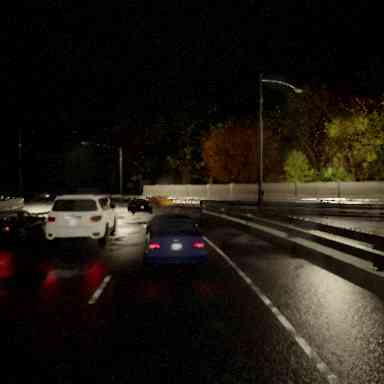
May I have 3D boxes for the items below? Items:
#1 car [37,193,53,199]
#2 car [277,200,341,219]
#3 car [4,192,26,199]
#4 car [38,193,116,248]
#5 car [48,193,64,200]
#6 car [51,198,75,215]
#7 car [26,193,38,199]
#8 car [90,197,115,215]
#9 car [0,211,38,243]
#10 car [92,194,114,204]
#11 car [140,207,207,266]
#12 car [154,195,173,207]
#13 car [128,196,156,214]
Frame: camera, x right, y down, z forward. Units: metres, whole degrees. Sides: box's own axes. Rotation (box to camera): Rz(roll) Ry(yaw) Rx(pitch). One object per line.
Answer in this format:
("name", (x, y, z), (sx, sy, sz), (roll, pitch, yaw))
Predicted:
("car", (-36.261, 0.897, 82.178), (4.674, 1.442, 1.812), (0, 1, 41))
("car", (9.094, 1.321, 26.380), (4.718, 1.301, 1.895), (0, 0, 37))
("car", (-40.995, 0.781, 77.022), (4.553, 1.767, 2.097), (0, 1, 41))
("car", (-4.651, 1.130, 14.626), (2.150, 2.045, 5.566), (0, 0, -8))
("car", (-31.919, 1.059, 77.895), (4.674, 1.442, 1.812), (0, 1, 44))
("car", (-12.395, 1.369, 32.176), (1.994, 1.385, 4.181), (0, 0, -18))
("car", (-38.639, 0.924, 79.610), (4.902, 1.511, 2.128), (0, 1, 41))
("car", (-8.676, 1.285, 32.080), (2.128, 1.511, 4.902), (0, 0, -17))
("car", (-8.282, 1.514, 15.371), (1.895, 1.301, 4.718), (0, 0, -8))
("car", (-14.512, 1.099, 54.214), (2.128, 1.511, 4.902), (-1, 1, -32))
("car", (-0.687, 1.467, 11.319), (2.033, 1.411, 5.357), (0, 0, -6))
("car", (-4.365, 1.147, 39.723), (1.882, 1.535, 5.008), (-1, 1, -42))
("car", (-5.101, 1.346, 32.311), (1.994, 1.385, 4.181), (0, 0, -16))
